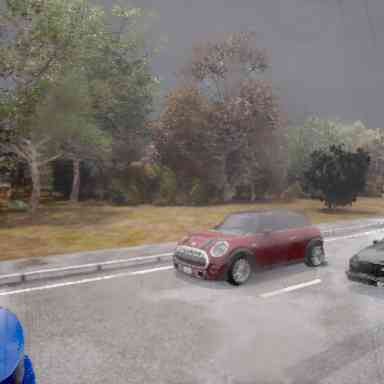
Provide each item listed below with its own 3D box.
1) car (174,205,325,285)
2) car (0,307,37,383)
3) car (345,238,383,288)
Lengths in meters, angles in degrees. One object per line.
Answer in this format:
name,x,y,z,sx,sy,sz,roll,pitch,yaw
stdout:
car,1.715,1.314,9.506,4.553,1.767,2.097,-1,0,-35
car,-3.470,1.471,1.516,5.008,1.535,1.882,1,0,-35
car,6.056,1.472,8.305,5.357,1.411,2.033,-1,1,-36
